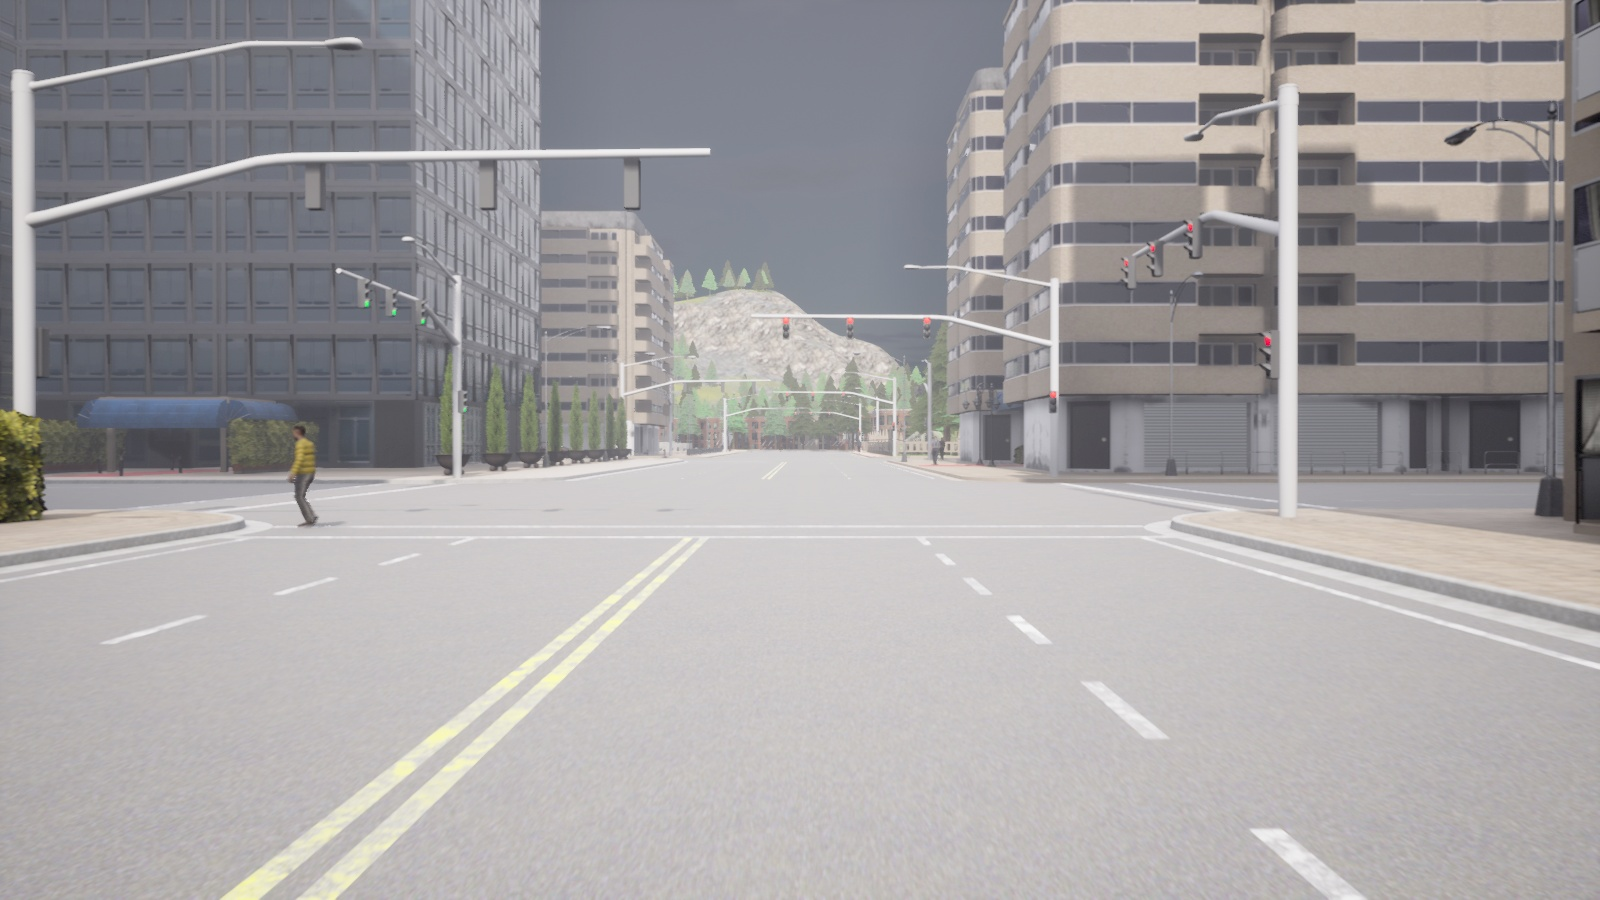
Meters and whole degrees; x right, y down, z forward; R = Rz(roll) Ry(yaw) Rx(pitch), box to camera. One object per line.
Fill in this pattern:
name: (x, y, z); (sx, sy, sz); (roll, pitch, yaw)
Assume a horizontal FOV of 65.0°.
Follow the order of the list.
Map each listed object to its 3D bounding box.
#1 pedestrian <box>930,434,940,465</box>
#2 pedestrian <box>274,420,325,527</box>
pedestrian: (8.056, -0.017, 74.883); (0.540, 1.848, 0.694); (0, 0, 1)
pedestrian: (-8.732, 0.409, 21.919); (0.709, 1.840, 0.431); (0, 0, 7)
